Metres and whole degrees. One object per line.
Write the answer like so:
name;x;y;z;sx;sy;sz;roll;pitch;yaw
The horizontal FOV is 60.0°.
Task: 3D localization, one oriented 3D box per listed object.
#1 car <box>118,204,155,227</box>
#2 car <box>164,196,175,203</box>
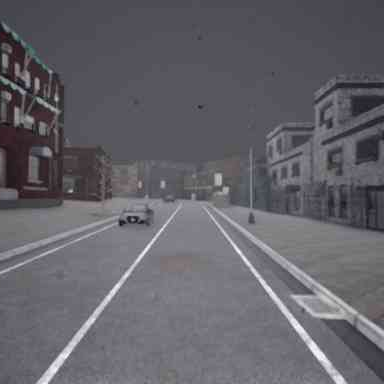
car;-3.606;1.507;22.238;1.994;1.385;4.181;0;0;0
car;-4.262;1.380;63.225;2.033;1.411;5.357;0;0;-7
